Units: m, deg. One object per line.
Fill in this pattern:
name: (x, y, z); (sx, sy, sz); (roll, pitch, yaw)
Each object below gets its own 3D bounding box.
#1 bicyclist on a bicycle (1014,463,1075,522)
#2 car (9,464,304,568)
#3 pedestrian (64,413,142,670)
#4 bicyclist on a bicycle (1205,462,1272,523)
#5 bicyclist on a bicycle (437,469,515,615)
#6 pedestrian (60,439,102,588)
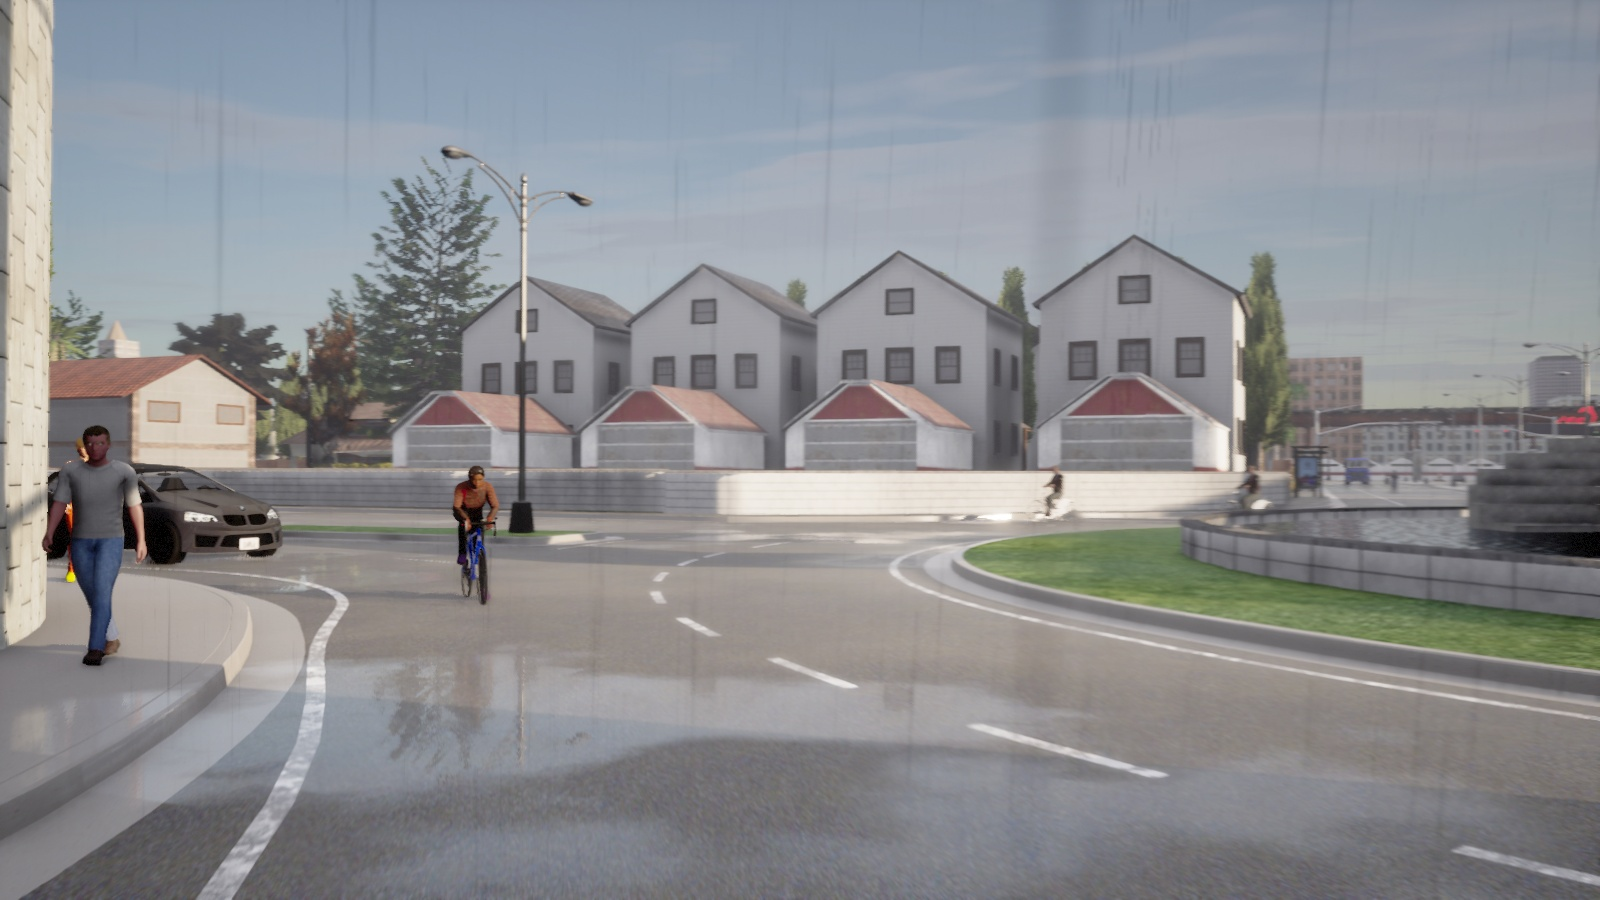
bicyclist on a bicycle: (7.517, 1.295, 38.626); (1.843, 1.776, 0.659); (0, -1, -28)
car: (-11.341, 1.098, 22.149); (4.611, 1.667, 2.242); (-1, -1, 25)
pedestrian: (-5.172, 0.658, 9.345); (0.354, 1.836, 0.706); (0, -1, -16)
bicyclist on a bicycle: (13.002, 1.240, 37.227); (1.843, 1.776, 0.659); (0, -1, -19)
bicyclist on a bicycle: (-3.878, 1.043, 14.947); (0.582, 1.620, 1.656); (-1, -1, -25)
pedestrian: (-9.057, 0.789, 15.814); (0.345, 1.836, 0.594); (1, -1, -42)
